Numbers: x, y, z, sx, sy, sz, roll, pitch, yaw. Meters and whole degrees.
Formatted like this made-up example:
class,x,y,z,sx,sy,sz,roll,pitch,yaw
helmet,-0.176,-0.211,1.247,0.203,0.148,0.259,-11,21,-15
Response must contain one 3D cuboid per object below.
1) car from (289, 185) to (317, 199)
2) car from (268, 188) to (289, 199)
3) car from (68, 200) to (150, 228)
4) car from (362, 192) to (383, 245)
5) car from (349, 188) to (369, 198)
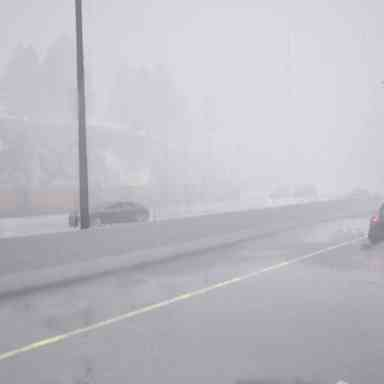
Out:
class,x,y,z,sx,sy,sz,roll,pitch,yaw
car,16.464,-0.050,48.313,2.150,2.045,5.566,-1,1,37
car,13.058,0.134,49.628,2.097,1.767,4.553,-1,1,37
car,-4.733,1.258,19.461,4.892,1.490,1.837,-3,2,-44
car,8.330,0.931,12.290,4.553,1.767,2.097,-2,1,-44
car,22.604,0.195,44.835,2.033,1.411,5.357,-1,1,36
